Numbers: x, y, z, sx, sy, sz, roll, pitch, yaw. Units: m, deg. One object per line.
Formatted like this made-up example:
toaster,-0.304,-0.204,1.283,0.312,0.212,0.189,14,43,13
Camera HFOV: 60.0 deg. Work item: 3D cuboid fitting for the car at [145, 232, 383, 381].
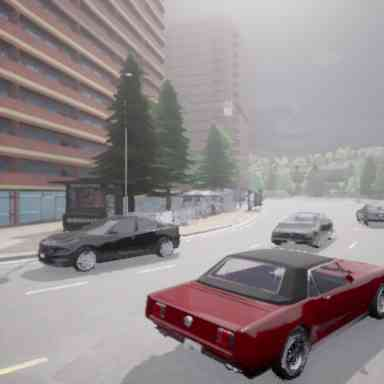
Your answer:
car,1.664,1.639,5.592,4.718,1.301,1.895,0,-1,-42

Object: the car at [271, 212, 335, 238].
car,5.379,1.645,15.561,2.033,1.411,5.357,0,0,32

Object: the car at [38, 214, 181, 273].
car,-2.575,1.573,11.406,1.882,1.535,5.008,0,0,44

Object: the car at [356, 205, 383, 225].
car,13.695,1.686,25.102,2.033,1.411,5.357,0,0,18
